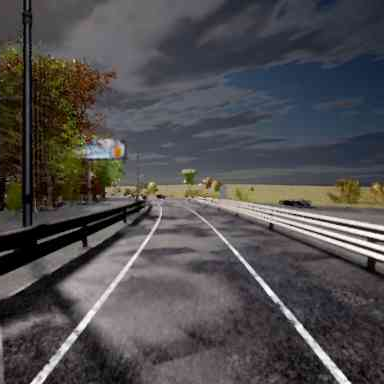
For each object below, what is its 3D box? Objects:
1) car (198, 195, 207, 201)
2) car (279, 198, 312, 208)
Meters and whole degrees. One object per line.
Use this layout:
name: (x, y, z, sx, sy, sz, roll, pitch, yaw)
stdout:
car: (2.186, 1.479, 76.056, 1.994, 1.385, 4.181, 0, 0, -21)
car: (13.947, 1.427, 45.225, 1.895, 1.301, 4.718, 0, 0, -21)
